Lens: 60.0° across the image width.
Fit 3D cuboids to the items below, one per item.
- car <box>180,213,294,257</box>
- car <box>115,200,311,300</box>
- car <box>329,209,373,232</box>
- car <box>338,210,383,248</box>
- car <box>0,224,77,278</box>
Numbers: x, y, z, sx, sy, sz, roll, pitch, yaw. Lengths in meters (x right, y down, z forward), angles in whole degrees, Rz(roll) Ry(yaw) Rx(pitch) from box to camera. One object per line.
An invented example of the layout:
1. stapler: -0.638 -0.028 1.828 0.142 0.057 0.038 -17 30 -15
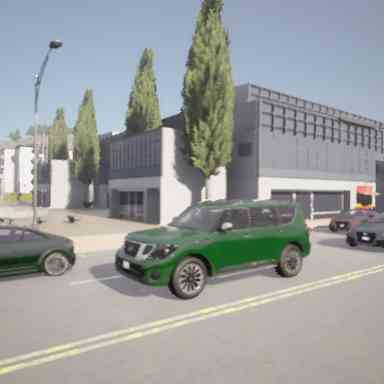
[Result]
1. car: 1.981 1.665 13.985 4.718 1.301 1.895 0 0 -35
2. car: 0.828 1.260 8.876 5.566 2.045 2.150 0 0 -35
3. car: 9.947 1.694 19.619 4.181 1.385 1.994 1 0 -35
4. car: 8.497 1.665 14.317 4.181 1.385 1.994 0 0 -35
5. car: -5.289 1.569 8.814 4.181 1.385 1.994 1 0 -35
